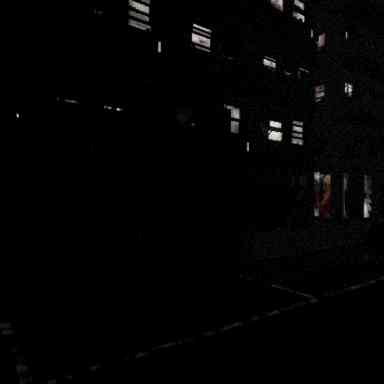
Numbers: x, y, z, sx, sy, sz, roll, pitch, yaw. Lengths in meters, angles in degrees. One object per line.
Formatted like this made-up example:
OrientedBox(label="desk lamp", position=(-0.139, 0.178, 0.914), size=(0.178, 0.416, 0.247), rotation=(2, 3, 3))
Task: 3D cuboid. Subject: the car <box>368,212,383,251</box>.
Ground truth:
OrientedBox(label="car", position=(8.863, 1.317, 12.859), size=(5.009, 1.841, 2.192), rotation=(0, 1, -35))
